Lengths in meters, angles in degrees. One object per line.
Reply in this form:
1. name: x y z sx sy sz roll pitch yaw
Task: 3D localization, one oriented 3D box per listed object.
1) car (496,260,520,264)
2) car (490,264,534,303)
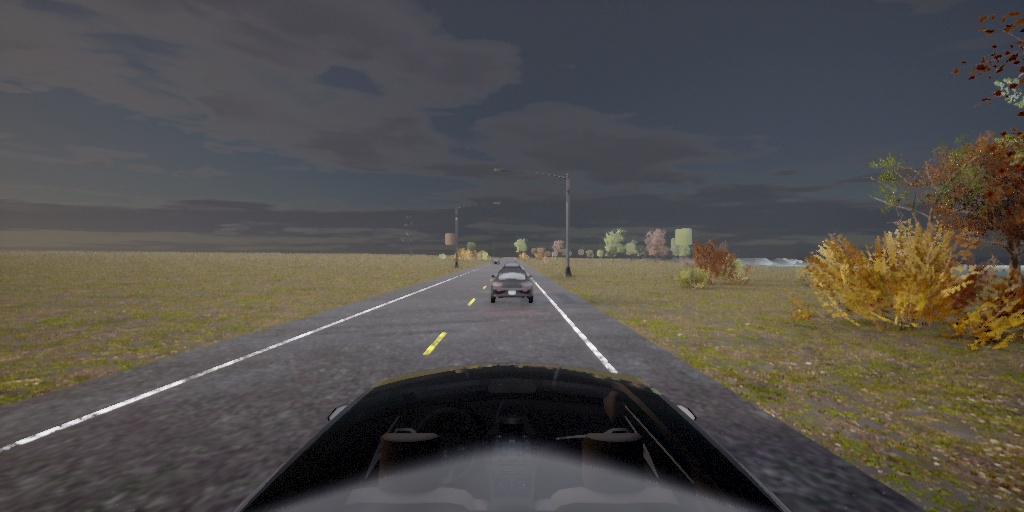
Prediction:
1. car: 0.000 1.247 31.502 2.128 1.511 4.902 0 0 0
2. car: 0.000 1.285 16.500 1.812 1.442 4.674 0 0 0
